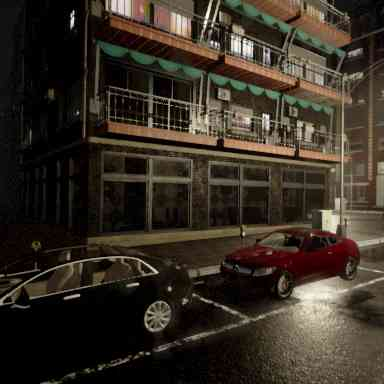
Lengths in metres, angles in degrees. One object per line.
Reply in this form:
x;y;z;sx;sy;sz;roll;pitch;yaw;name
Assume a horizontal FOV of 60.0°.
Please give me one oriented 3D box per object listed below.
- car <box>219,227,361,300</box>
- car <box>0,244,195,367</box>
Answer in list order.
2.615;1.584;8.375;4.206;1.307;1.802;0;1;-36;car
-2.011;1.551;5.068;4.403;1.369;2.008;0;1;-36;car
